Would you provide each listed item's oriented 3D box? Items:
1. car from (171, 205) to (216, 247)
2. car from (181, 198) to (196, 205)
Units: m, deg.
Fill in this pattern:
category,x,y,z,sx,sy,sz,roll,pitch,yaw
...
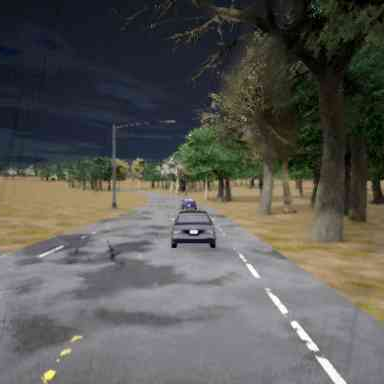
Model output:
category,x,y,z,sx,sy,sz,roll,pitch,yaw
car,0.050,1.525,14.850,2.033,1.411,5.357,0,0,0
car,-0.440,1.431,42.231,1.812,1.442,4.674,0,0,-2
